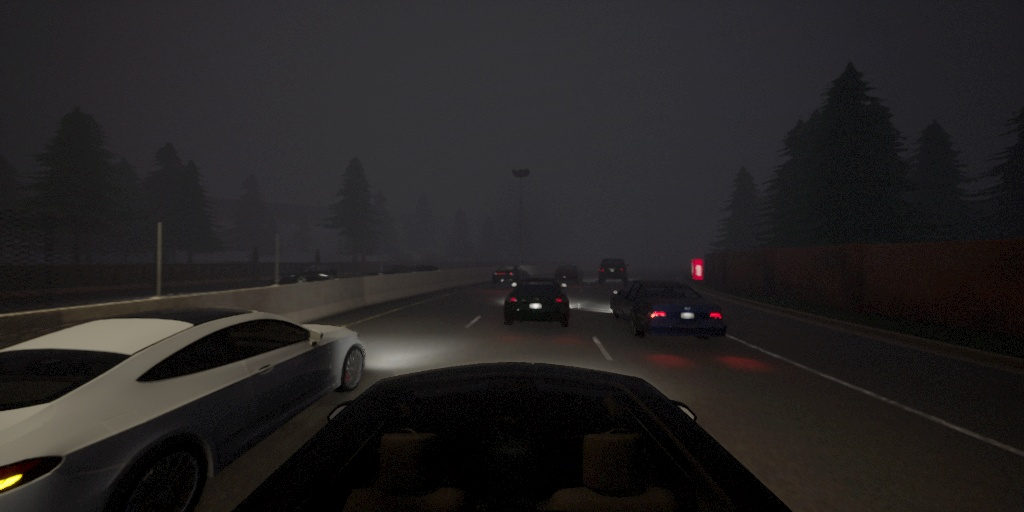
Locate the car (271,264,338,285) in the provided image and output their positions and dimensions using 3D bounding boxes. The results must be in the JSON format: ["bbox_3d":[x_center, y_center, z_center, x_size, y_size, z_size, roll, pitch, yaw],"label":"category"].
[{"bbox_3d":[-14.631,1.336,25.613,2.128,1.511,4.902,0,0,14],"label":"car"}]

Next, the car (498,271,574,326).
[{"bbox_3d":[0.898,1.391,12.077,1.994,1.385,4.181,0,0,7],"label":"car"}]

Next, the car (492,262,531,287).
[{"bbox_3d":[-0.009,1.410,25.664,2.128,1.511,4.902,0,0,15],"label":"car"}]

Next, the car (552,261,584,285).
[{"bbox_3d":[4.695,1.445,29.315,1.882,1.535,5.008,0,0,18],"label":"car"}]

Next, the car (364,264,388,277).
[{"bbox_3d":[-10.019,1.373,29.594,1.882,1.535,5.008,0,0,17],"label":"car"}]

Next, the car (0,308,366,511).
[{"bbox_3d":[-3.254,1.274,3.773,1.812,1.442,4.674,0,0,1],"label":"car"}]

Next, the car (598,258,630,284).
[{"bbox_3d":[8.305,1.206,29.235,2.150,2.045,5.566,0,0,18],"label":"car"}]

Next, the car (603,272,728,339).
[{"bbox_3d":[4.142,1.379,10.393,2.033,1.411,5.357,0,0,6],"label":"car"}]

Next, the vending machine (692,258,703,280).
[{"bbox_3d":[17.088,1.250,32.975,1.100,2.100,0.880,0,0,23],"label":"vending machine"}]

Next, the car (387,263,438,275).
[{"bbox_3d":[-7.042,1.399,27.188,1.837,1.490,4.892,0,-1,15],"label":"car"}]
